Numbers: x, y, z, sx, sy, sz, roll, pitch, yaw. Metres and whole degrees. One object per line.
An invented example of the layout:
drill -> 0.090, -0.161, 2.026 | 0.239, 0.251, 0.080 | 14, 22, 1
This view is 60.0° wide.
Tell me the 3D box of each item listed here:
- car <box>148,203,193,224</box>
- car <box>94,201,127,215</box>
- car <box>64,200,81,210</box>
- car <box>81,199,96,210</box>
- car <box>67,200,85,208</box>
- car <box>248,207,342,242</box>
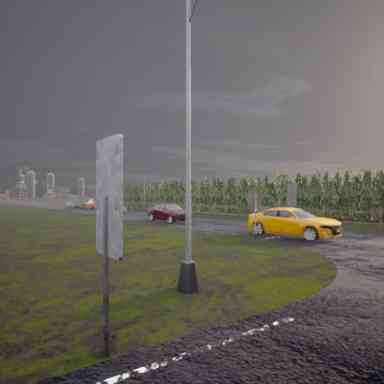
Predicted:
car -> -1.812, 1.673, 26.977 | 1.882, 1.535, 5.008 | 0, 0, -35
car -> -8.975, 1.911, 37.381 | 1.895, 1.301, 4.718 | 0, -1, -34
car -> -18.009, 2.045, 50.650 | 1.994, 1.385, 4.181 | 0, -1, -35
car -> -15.094, 1.811, 51.444 | 2.097, 1.767, 4.553 | 0, -1, -35
car -> -20.839, 2.116, 59.769 | 1.994, 1.385, 4.181 | 0, -1, -35
car -> 5.169, 1.564, 17.274 | 1.882, 1.535, 5.008 | 0, -1, -39
